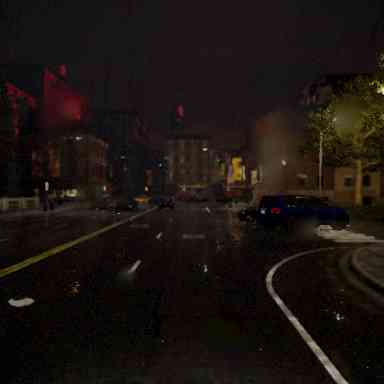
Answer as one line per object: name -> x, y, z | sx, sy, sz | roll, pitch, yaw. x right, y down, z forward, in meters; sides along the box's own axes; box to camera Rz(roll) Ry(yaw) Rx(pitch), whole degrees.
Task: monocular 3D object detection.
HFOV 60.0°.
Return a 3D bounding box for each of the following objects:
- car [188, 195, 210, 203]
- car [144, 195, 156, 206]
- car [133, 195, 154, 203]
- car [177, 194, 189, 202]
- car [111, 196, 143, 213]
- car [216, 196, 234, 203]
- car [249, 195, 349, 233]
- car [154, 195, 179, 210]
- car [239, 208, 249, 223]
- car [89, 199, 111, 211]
car -> 1.856, 1.452, 66.282 | 2.033, 1.411, 5.357 | 0, 0, 26
car -> -5.811, 1.392, 54.514 | 1.882, 1.535, 5.008 | 0, 0, 11
car -> -9.554, 1.412, 65.711 | 2.002, 1.452, 4.674 | 0, 0, 20
car -> -0.718, 1.422, 69.311 | 1.812, 1.442, 4.674 | 0, 0, 28
car -> -6.898, 1.417, 35.673 | 1.882, 1.535, 5.008 | 0, 0, 1
car -> 6.775, 1.455, 68.021 | 2.033, 1.411, 5.357 | 0, 0, 31
car -> 6.441, 1.200, 19.362 | 5.566, 2.045, 2.150 | 0, -1, -22
car -> -3.168, 1.482, 42.516 | 2.033, 1.411, 5.357 | 0, 0, 1
car -> 5.950, 1.449, 24.446 | 5.008, 1.535, 1.882 | 0, 1, 14
car -> -10.374, 1.478, 38.990 | 2.033, 1.411, 5.357 | 0, 0, 1
